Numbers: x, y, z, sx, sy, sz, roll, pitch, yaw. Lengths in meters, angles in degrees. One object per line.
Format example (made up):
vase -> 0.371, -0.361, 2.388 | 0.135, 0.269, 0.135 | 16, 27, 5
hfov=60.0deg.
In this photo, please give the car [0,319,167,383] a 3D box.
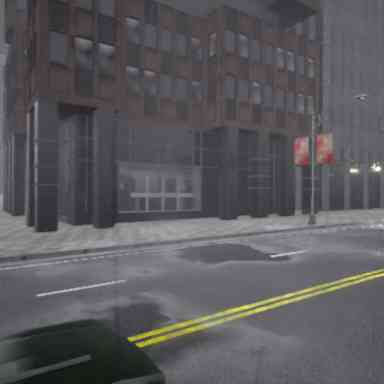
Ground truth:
car -> -2.315, 1.601, 1.758 | 4.718, 1.301, 1.895 | 0, 0, -36
